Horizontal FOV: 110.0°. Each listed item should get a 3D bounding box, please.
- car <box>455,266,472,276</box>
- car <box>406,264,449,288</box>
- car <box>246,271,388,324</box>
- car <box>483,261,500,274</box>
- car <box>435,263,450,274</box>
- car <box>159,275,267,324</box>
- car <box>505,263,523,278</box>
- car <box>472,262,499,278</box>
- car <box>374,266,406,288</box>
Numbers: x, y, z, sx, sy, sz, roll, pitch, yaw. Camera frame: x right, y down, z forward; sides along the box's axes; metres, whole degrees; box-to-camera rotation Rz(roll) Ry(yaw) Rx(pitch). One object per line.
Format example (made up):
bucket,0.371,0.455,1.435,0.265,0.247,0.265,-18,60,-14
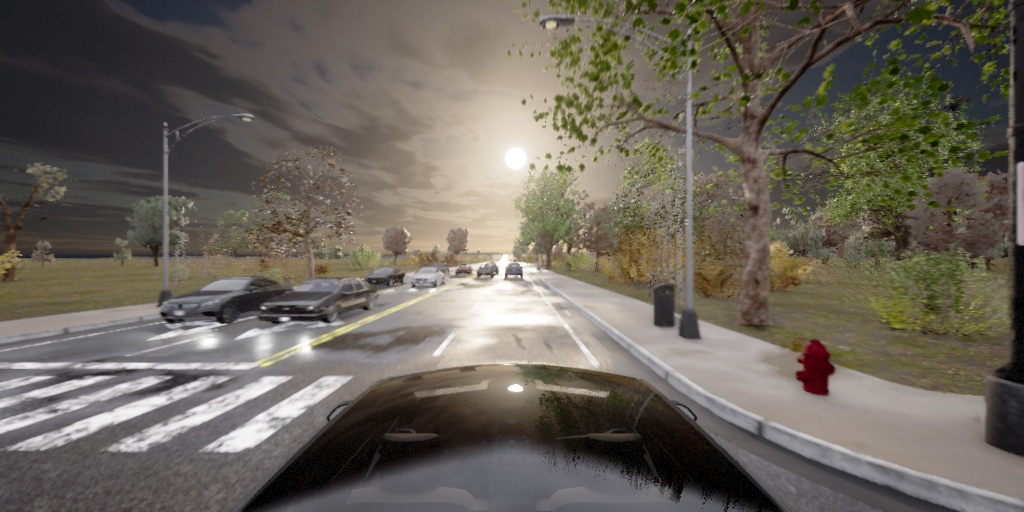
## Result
car,-6.231,1.909,47.071,1.895,1.301,4.718,0,-1,0
car,-6.441,1.604,27.810,1.812,1.442,4.674,0,-1,0
car,-6.556,1.464,13.013,2.033,1.411,5.357,0,0,0
car,-2.946,1.675,51.925,2.097,1.767,4.553,0,-1,0
car,-9.480,1.662,47.155,2.097,1.767,4.553,0,-1,0
car,-9.802,1.444,12.906,1.812,1.442,4.674,0,-1,0
car,0.233,1.570,41.584,2.097,1.767,4.553,0,-1,0
car,-3.017,1.712,41.634,2.128,1.511,4.902,0,-1,0
car,-9.699,1.558,27.830,1.882,1.535,5.008,0,-1,1
